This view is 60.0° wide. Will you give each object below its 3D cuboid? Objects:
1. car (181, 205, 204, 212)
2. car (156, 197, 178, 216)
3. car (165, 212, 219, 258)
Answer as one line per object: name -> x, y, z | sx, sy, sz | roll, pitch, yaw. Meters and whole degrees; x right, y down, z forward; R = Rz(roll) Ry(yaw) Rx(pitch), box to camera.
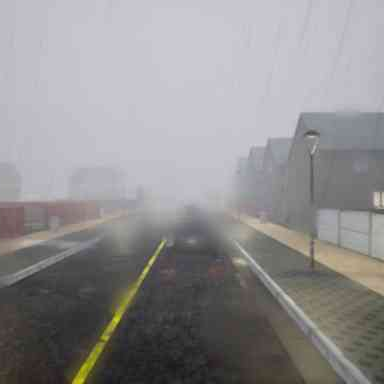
car -> 0.021, 1.839, 28.886 | 1.812, 1.442, 4.674 | 0, 0, 1
car -> -2.762, 1.633, 37.495 | 2.150, 2.045, 5.566 | 0, -1, 0
car -> 0.019, 1.712, 13.512 | 1.994, 1.385, 4.181 | 0, -1, 0
